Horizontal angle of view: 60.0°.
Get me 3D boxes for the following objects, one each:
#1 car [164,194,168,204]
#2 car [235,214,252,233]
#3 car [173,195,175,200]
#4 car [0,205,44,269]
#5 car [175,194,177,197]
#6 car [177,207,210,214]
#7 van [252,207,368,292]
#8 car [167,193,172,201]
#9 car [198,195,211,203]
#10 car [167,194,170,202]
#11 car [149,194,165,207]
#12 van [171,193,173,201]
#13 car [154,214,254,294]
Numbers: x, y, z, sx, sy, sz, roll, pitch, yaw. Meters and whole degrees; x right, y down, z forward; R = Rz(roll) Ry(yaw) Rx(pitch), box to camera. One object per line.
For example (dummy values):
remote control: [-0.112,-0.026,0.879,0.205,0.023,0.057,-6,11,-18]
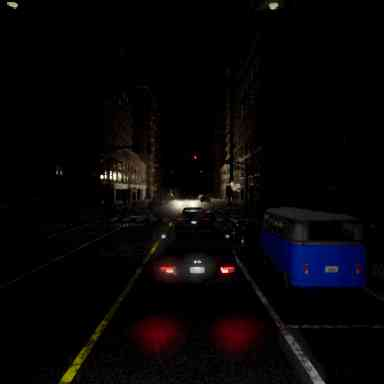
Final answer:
car: [-5.694,1.516,57.727,2.008,1.369,4.403,0,0,0]
car: [2.850,1.562,14.292,1.947,1.339,4.313,0,0,0]
car: [-5.704,1.516,79.530,2.008,1.369,4.403,0,0,0]
car: [-5.673,1.313,8.588,2.192,1.841,5.009,0,0,0]
car: [-5.707,1.282,84.981,2.192,1.841,5.009,0,0,0]
car: [0.093,1.557,19.220,1.994,1.385,4.181,0,0,0]
van: [2.852,1.339,8.631,1.690,1.788,3.998,0,0,0]
car: [-5.699,1.508,68.629,1.887,1.381,4.507,0,0,0]
car: [2.825,1.403,68.668,1.967,1.590,4.097,0,0,0]
car: [-5.697,1.509,63.178,1.887,1.381,4.507,0,0,0]
car: [-5.692,1.493,52.106,1.752,1.417,4.829,0,0,0]
van: [-5.702,1.305,74.079,1.690,1.788,3.998,0,0,0]
car: [0.097,1.546,8.900,2.033,1.411,5.357,0,0,0]
